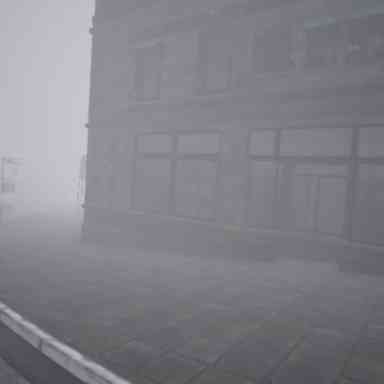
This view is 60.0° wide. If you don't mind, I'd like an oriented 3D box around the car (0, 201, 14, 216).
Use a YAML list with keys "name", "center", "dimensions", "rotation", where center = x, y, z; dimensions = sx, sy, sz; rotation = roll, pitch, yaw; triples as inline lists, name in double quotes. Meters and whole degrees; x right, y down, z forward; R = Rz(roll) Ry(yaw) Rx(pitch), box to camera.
- name: "car"
  center: [-20.552, 1.653, 35.530]
  dimensions: [1.882, 1.535, 5.008]
  rotation: [3, -1, -14]
